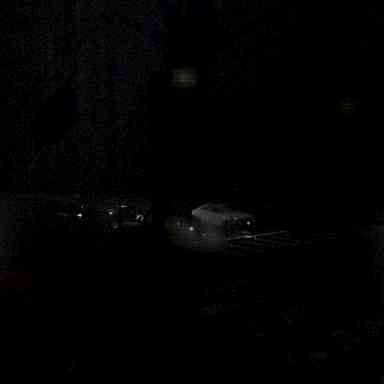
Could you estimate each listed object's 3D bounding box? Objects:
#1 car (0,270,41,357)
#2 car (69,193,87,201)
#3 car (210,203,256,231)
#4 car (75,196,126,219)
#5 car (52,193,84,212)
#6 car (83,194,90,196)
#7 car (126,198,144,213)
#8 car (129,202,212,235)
[{"bbox_3d":[-4.152,1.545,3.690,4.507,1.381,1.887,0,-1,-36],"label":"car"},{"bbox_3d":[-22.241,0.885,64.919,1.882,1.535,5.008,-1,1,-36],"label":"car"},{"bbox_3d":[1.745,1.430,20.126,1.812,1.442,4.674,-1,1,-36],"label":"car"},{"bbox_3d":[-7.688,1.350,27.645,2.128,1.511,4.902,-1,1,-36],"label":"car"},{"bbox_3d":[-13.677,1.252,35.989,1.882,1.535,5.008,-1,1,-36],"label":"car"},{"bbox_3d":[-11.449,1.269,38.466,2.033,1.411,5.357,-1,1,-35],"label":"car"},{"bbox_3d":[-5.225,1.300,29.786,2.128,1.511,4.902,-1,1,-36],"label":"car"},{"bbox_3d":[-1.418,1.493,18.891,2.033,1.411,5.357,-1,1,-33],"label":"car"}]
